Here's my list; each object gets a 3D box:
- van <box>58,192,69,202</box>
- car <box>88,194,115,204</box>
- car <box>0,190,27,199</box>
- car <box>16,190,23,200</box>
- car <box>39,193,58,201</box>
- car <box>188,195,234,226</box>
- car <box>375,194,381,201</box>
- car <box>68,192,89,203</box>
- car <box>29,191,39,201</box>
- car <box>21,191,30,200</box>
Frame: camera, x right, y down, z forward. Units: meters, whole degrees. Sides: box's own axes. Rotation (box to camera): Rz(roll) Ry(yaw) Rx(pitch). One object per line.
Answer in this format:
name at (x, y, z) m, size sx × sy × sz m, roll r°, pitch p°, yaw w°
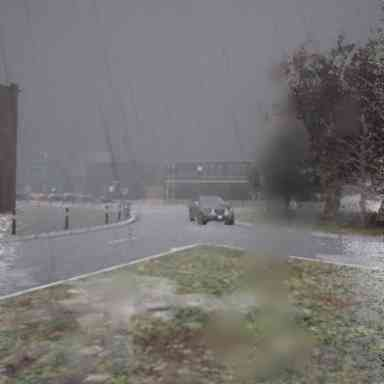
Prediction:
van at (-24.193, 1.061, 67.365) m, size 1.878 × 1.987 × 4.442 m, roll 1°, pitch 0°, yaw 28°
car at (-16.792, 1.469, 63.526) m, size 2.163 × 1.488 × 4.792 m, roll 1°, pitch 0°, yaw 28°
car at (-41.328, 0.591, 76.572) m, size 2.435 × 2.045 × 5.566 m, roll 1°, pitch 0°, yaw 28°
car at (-36.282, 0.722, 73.956) m, size 2.435 × 2.045 × 5.566 m, roll 2°, pitch 0°, yaw 28°
car at (-28.926, 1.042, 70.046) m, size 2.185 × 1.767 × 4.553 m, roll 2°, pitch 0°, yaw 28°
car at (1.185, 1.242, 23.726) m, size 2.150 × 2.045 × 5.566 m, roll 1°, pitch 0°, yaw -13°
car at (43.627, 1.330, 76.805) m, size 1.946 × 1.575 × 5.366 m, roll 0°, pitch 3°, yaw 39°
car at (-21.559, 1.220, 66.131) m, size 2.185 × 1.767 × 4.553 m, roll 1°, pitch 0°, yaw 28°
car at (-31.510, 1.099, 71.376) m, size 2.097 × 1.535 × 5.008 m, roll 2°, pitch 0°, yaw 28°
car at (-33.848, 1.039, 72.632) m, size 2.231 × 1.521 × 4.892 m, roll 2°, pitch 0°, yaw 28°
